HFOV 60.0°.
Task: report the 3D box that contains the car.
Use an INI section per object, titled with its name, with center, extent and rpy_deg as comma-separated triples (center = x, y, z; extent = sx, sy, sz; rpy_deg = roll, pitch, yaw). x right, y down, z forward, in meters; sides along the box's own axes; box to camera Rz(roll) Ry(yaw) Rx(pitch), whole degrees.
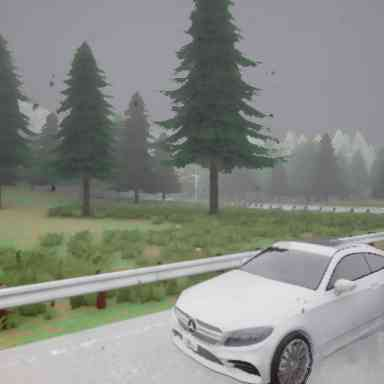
[car]
center = 1.880, 1.517, 5.284
extent = 4.674, 1.442, 1.812
rpy_deg = 0, 0, -35
